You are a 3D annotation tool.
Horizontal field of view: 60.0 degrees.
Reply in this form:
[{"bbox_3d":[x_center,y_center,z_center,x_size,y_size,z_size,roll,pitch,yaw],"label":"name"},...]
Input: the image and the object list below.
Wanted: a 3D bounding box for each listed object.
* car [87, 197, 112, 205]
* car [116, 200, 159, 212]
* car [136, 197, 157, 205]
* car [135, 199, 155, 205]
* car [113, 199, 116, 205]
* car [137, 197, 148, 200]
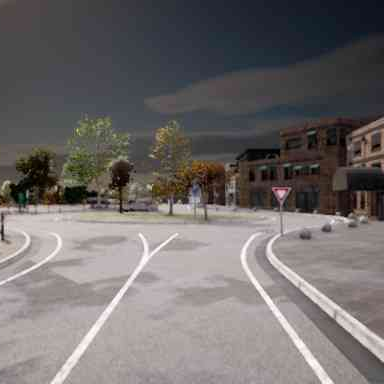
[{"bbox_3d":[-24.497,2.357,86.553,5.566,2.045,2.435,0,-2,-2],"label":"car"},{"bbox_3d":[-7.405,2.138,46.355,5.357,1.411,2.033,1,-1,-23],"label":"car"},{"bbox_3d":[-12.425,2.486,90.760,5.566,2.045,2.435,0,-2,-2],"label":"car"},{"bbox_3d":[-12.299,2.644,87.838,5.008,1.535,2.097,0,-2,-2],"label":"car"},{"bbox_3d":[-24.687,2.536,92.010,5.566,2.045,2.435,0,-2,-2],"label":"car"},{"bbox_3d":[-12.220,2.421,84.809,4.553,1.767,2.185,0,-2,-2],"label":"car"}]
